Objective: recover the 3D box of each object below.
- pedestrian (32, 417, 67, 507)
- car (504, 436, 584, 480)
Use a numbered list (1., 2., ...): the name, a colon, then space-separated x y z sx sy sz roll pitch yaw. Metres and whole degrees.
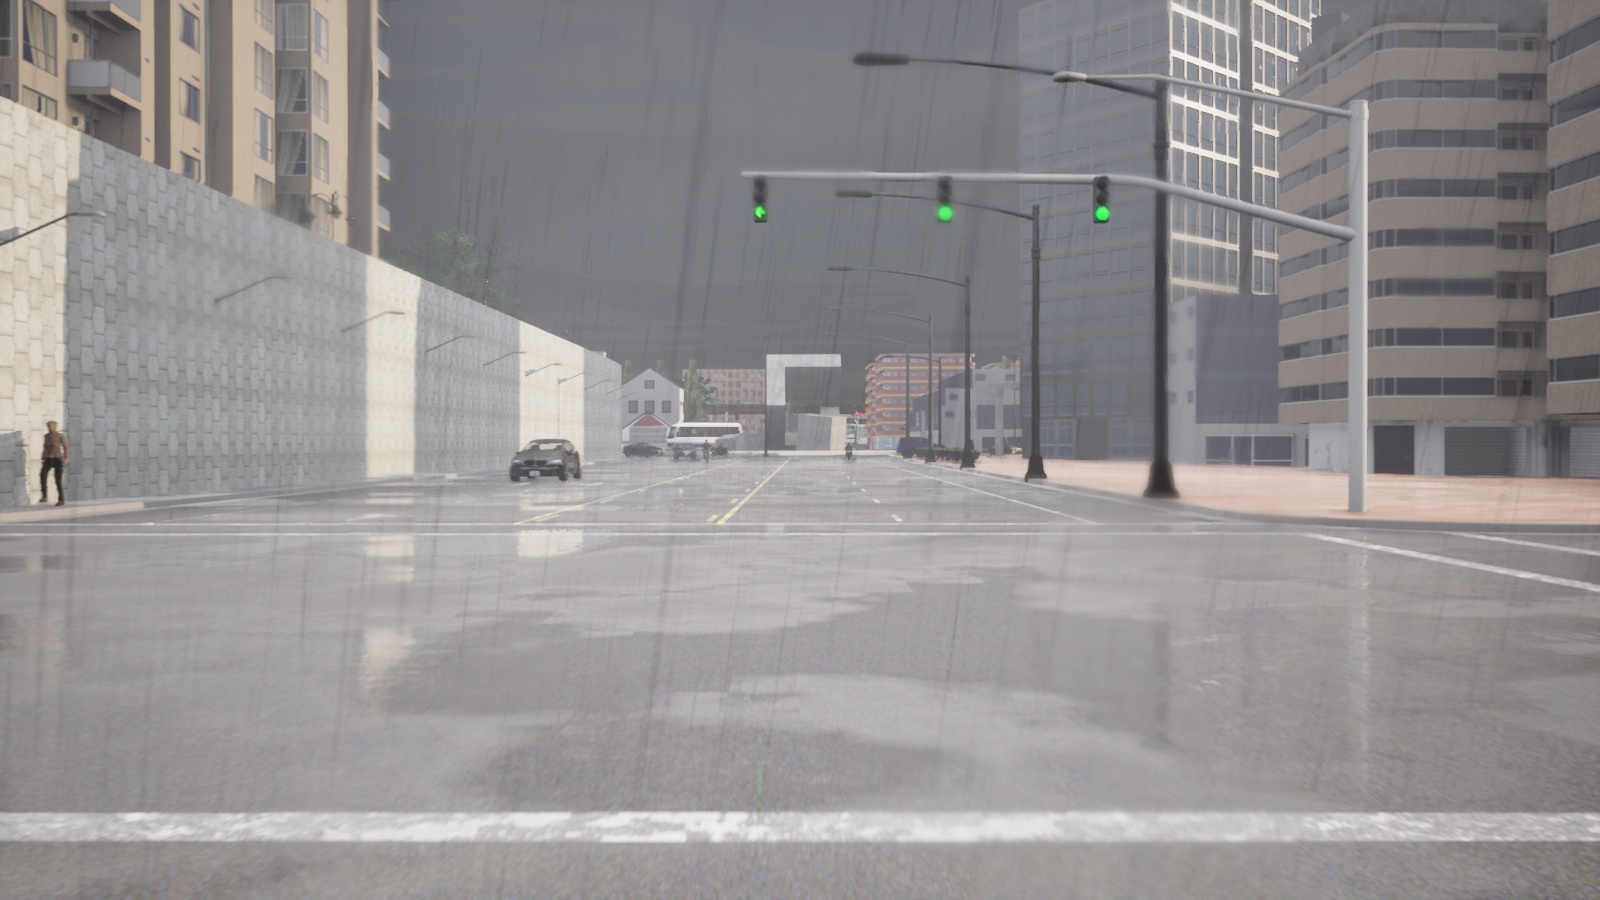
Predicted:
1. pedestrian: -15.656 0.241 26.209 0.331 1.846 0.634 0 0 1
2. car: -10.198 0.298 50.455 2.242 1.667 4.611 0 0 0
